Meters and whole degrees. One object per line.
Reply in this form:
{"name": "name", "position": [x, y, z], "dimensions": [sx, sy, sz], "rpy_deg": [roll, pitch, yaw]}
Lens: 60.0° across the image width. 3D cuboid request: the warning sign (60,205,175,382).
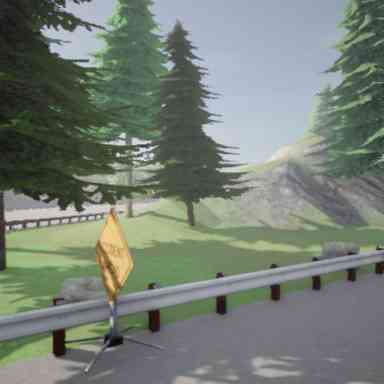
{"name": "warning sign", "position": [-1.036, 1.133, 4.443], "dimensions": [1.060, 1.860, 1.300], "rpy_deg": [1, 0, -35]}
